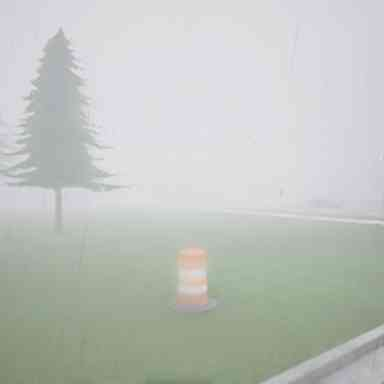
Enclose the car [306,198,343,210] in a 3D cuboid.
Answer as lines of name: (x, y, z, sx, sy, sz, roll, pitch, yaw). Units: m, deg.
car: (17.713, 1.569, 44.617, 1.837, 1.490, 4.892, 0, 0, -35)
